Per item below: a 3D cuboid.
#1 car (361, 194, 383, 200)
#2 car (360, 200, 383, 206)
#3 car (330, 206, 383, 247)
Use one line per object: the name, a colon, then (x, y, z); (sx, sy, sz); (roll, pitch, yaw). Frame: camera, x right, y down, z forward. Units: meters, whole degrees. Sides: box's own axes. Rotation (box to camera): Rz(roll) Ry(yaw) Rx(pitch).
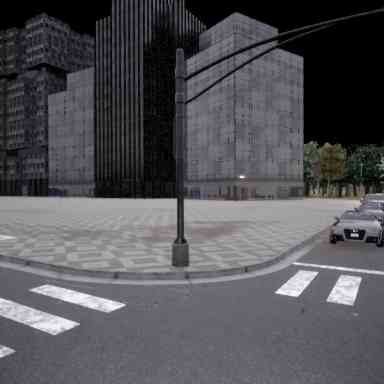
car: (18.027, 1.185, 32.759); (2.150, 2.045, 5.566); (0, 0, 31)
car: (12.554, 1.539, 23.558); (1.994, 1.385, 4.181); (0, 0, 31)
car: (7.506, 1.548, 15.023); (1.994, 1.385, 4.181); (0, 0, 30)
